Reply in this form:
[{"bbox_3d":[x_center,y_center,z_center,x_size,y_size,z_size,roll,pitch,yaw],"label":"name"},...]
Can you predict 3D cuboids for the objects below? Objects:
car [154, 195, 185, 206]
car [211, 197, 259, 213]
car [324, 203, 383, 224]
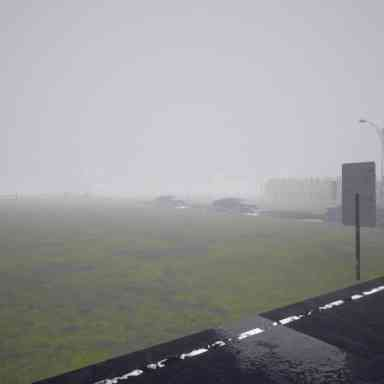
[{"bbox_3d":[-2.995,1.038,43.164,2.033,1.411,5.357,-1,1,-35],"label":"car"},{"bbox_3d":[4.138,1.223,33.179,2.033,1.411,5.357,-1,1,-36],"label":"car"},{"bbox_3d":[11.899,1.413,22.727,2.033,1.411,5.357,-1,1,-39],"label":"car"}]
